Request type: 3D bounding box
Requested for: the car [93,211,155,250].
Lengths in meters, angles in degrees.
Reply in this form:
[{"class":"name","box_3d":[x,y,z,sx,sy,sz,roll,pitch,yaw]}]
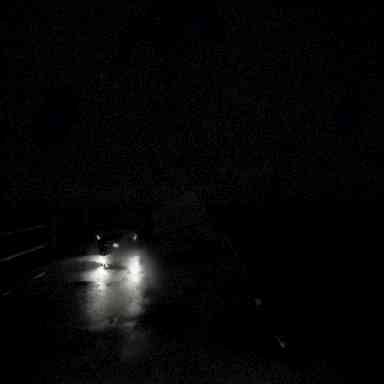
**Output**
[{"class":"car","box_3d":[-2.755,1.574,14.722,2.033,1.411,5.357,0,0,0]}]
